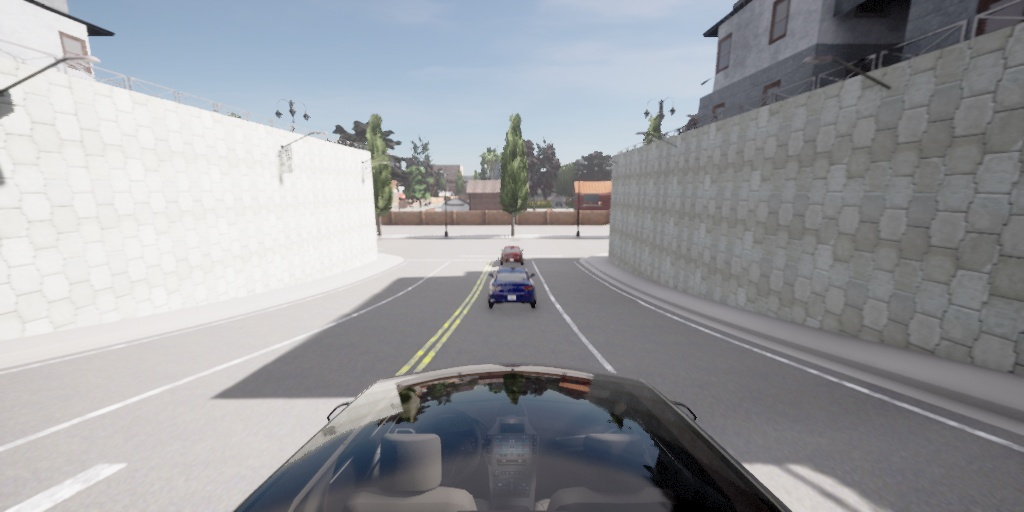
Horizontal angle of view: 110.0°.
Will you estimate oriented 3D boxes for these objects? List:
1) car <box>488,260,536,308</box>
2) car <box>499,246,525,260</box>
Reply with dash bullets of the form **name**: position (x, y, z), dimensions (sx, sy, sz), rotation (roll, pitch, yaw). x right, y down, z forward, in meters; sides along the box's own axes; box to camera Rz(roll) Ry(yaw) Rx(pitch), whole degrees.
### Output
- **car**: position (0.007, 1.164, 14.852), dimensions (1.812, 1.442, 4.674), rotation (0, 3, 0)
- **car**: position (0.035, -0.129, 29.248), dimensions (1.812, 1.442, 4.674), rotation (0, 7, 1)
